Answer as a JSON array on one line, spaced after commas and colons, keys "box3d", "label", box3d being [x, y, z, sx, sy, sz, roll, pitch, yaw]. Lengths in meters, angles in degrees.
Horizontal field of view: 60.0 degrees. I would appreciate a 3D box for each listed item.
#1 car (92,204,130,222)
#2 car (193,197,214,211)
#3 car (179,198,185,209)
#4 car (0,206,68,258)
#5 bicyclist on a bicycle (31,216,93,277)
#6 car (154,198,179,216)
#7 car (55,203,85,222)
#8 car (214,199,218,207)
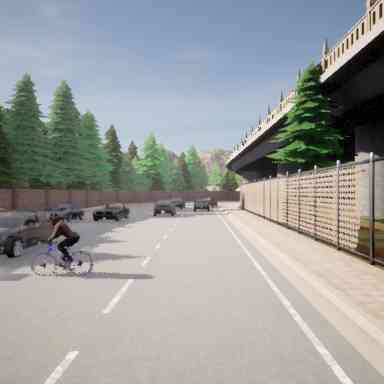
[{"box3d": [-6.316, 1.601, 26.404, 1.895, 1.301, 4.718, 0, 0, 2], "label": "car"}, {"box3d": [1.170, 1.491, 39.742, 2.128, 1.511, 4.902, 0, 0, 2], "label": "car"}, {"box3d": [-1.996, 1.491, 44.219, 2.128, 1.511, 4.902, 0, 0, 5], "label": "car"}, {"box3d": [-6.782, 1.506, 12.801, 1.837, 1.490, 4.892, 0, 0, 2], "label": "car"}, {"box3d": [-3.452, 1.455, 8.788, 1.656, 1.620, 0.582, -2, 0, 2], "label": "bicyclist on a bicycle"}, {"box3d": [-2.550, 1.505, 32.208, 1.837, 1.490, 4.892, 0, 0, 1], "label": "car"}, {"box3d": [-9.906, 1.564, 25.818, 1.994, 1.385, 4.181, 0, 0, 2], "label": "car"}, {"box3d": [2.592, 1.526, 49.965, 1.812, 1.442, 4.674, 0, 0, 15], "label": "car"}]
